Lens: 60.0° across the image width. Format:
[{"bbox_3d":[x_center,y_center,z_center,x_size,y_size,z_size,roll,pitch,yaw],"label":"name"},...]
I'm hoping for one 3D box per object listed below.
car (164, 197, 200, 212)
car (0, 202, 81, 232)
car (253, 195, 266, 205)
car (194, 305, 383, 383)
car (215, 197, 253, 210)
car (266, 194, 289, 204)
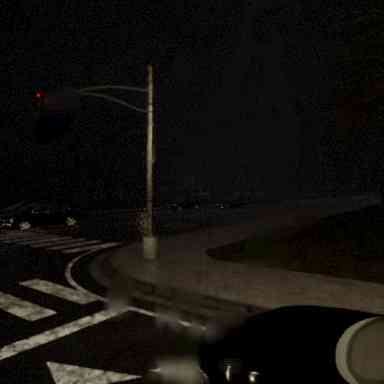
[{"bbox_3d":[-1.040,1.290,36.597,1.882,1.535,5.008,0,0,35],"label":"car"},{"bbox_3d":[-8.925,1.386,19.636,1.837,1.490,4.892,0,0,35],"label":"car"},{"bbox_3d":[11.011,1.280,53.690,1.837,1.490,4.892,0,0,35],"label":"car"},{"bbox_3d":[2.278,1.481,2.064,5.008,1.535,1.882,0,0,37],"label":"car"},{"bbox_3d":[4.840,1.346,39.338,2.033,1.411,5.357,0,0,35],"label":"car"},{"bbox_3d":[13.786,0.901,51.982,1.812,1.442,4.674,0,0,35],"label":"car"}]
